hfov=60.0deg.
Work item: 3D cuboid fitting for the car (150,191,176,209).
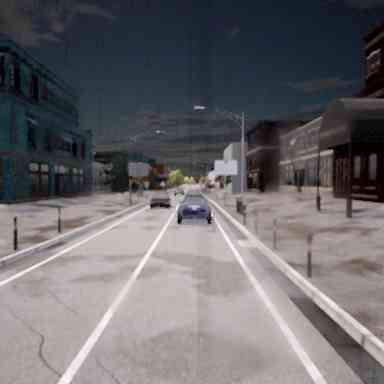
[{"bbox_3d":[-3.017,0.833,32.964,2.033,1.411,5.357,0,2,0],"label":"car"}]

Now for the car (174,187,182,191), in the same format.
[{"bbox_3d":[-2.824,-0.069,74.566,2.150,2.045,5.566,0,1,0],"label":"car"}]

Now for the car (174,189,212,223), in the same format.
[{"bbox_3d":[0.153,0.948,21.916,2.097,1.767,4.553,0,2,0],"label":"car"}]
